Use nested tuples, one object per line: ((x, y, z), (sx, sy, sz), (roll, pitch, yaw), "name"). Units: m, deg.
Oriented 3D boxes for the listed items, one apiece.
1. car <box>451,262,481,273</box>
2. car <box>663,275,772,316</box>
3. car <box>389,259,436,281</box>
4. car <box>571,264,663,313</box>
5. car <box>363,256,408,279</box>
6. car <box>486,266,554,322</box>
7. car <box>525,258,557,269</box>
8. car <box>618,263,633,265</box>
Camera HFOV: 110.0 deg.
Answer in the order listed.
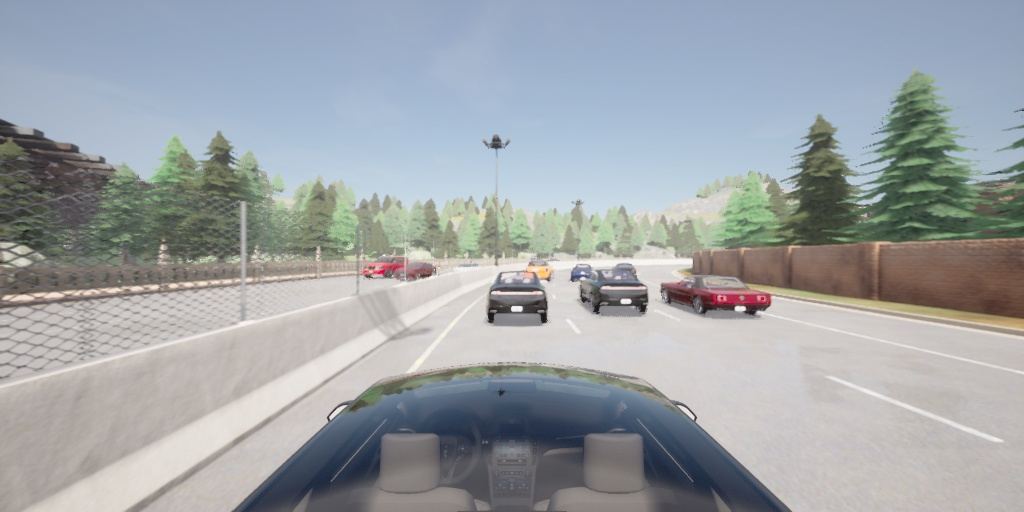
((-4.208, 1.309, 33.515), (1.812, 1.442, 4.674), (0, 0, 13), "car")
((7.249, 1.363, 13.445), (1.895, 1.301, 4.718), (0, 0, 2), "car")
((-8.299, 1.258, 31.186), (1.882, 1.535, 5.008), (0, 0, 12), "car")
((3.792, 1.255, 13.976), (2.128, 1.511, 4.902), (0, 0, 3), "car")
((-11.438, 1.007, 33.319), (2.150, 2.045, 5.566), (0, 0, 13), "car")
((0.215, 1.252, 12.325), (2.128, 1.511, 4.902), (0, 0, 2), "car")
((2.313, 1.131, 29.709), (2.097, 1.767, 4.553), (0, 0, 11), "car")
((9.738, 1.307, 30.991), (1.812, 1.442, 4.674), (0, 0, 13), "car")
